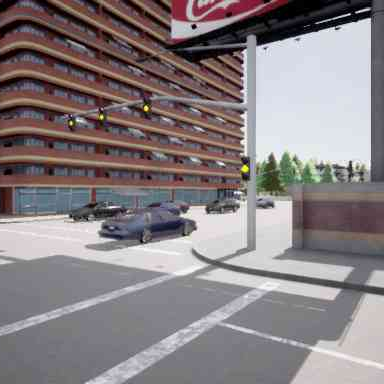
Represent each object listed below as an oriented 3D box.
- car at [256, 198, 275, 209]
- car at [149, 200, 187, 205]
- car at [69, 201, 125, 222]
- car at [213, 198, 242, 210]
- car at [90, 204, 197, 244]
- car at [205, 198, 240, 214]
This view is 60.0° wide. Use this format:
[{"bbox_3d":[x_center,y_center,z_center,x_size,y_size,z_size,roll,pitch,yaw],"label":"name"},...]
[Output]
[{"bbox_3d":[9.647,1.526,44.750,1.812,1.442,4.674,0,0,35],"label":"car"},{"bbox_3d":[-2.700,1.525,27.250,1.812,1.442,4.674,0,0,35],"label":"car"},{"bbox_3d":[-7.447,1.505,26.629,1.837,1.490,4.892,0,0,35],"label":"car"},{"bbox_3d":[4.737,1.525,43.889,1.812,1.442,4.674,0,0,36],"label":"car"},{"bbox_3d":[-1.908,1.547,15.917,2.033,1.411,5.357,0,0,35],"label":"car"},{"bbox_3d":[3.235,1.505,35.695,1.837,1.490,4.892,0,0,35],"label":"car"}]
